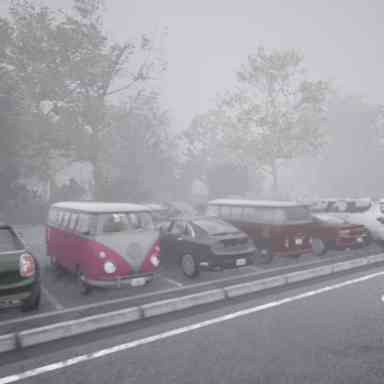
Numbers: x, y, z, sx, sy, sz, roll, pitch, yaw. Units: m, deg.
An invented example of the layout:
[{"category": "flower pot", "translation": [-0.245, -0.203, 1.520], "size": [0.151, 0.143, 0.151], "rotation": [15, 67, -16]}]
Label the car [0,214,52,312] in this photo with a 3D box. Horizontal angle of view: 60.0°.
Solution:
[{"category": "car", "translation": [-4.715, 1.340, 7.032], "size": [2.185, 1.767, 4.553], "rotation": [0, 0, -36]}]

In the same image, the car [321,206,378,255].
[{"category": "car", "translation": [4.394, 1.512, 13.573], "size": [2.097, 1.535, 5.008], "rotation": [0, 0, -36]}]

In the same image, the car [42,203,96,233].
[{"category": "car", "translation": [-7.843, 1.529, 20.906], "size": [2.002, 1.452, 4.674], "rotation": [0, 0, -36]}]

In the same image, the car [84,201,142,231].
[{"category": "car", "translation": [-5.471, 1.497, 22.377], "size": [1.946, 1.575, 5.366], "rotation": [0, 0, -36]}]

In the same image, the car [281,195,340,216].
[{"category": "car", "translation": [12.460, 1.368, 35.395], "size": [2.435, 2.045, 5.566], "rotation": [1, 0, -36]}]

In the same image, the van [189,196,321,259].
[{"category": "van", "translation": [2.043, 1.274, 12.042], "size": [1.878, 1.987, 4.442], "rotation": [0, 0, -36]}]

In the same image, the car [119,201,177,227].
[{"category": "car", "translation": [-3.309, 1.512, 24.144], "size": [2.097, 1.535, 5.008], "rotation": [0, 0, -36]}]

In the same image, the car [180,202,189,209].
[{"category": "car", "translation": [-1.030, 1.553, 25.745], "size": [2.163, 1.488, 4.792], "rotation": [0, 0, -36]}]

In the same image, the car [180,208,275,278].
[{"category": "car", "translation": [-0.166, 1.490, 10.312], "size": [2.231, 1.521, 4.892], "rotation": [0, 0, -36]}]

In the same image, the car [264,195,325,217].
[{"category": "car", "translation": [10.296, 1.349, 33.846], "size": [2.435, 2.045, 5.566], "rotation": [1, 0, -36]}]

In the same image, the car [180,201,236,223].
[{"category": "car", "translation": [1.201, 1.565, 27.412], "size": [2.163, 1.488, 4.792], "rotation": [0, 0, -36]}]

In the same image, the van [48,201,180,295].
[{"category": "van", "translation": [-2.383, 1.251, 8.593], "size": [1.878, 1.987, 4.442], "rotation": [0, 0, -36]}]

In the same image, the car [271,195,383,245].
[{"category": "car", "translation": [6.656, 1.272, 15.232], "size": [2.435, 2.045, 5.566], "rotation": [0, 0, -36]}]

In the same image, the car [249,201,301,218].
[{"category": "car", "translation": [7.914, 1.620, 32.175], "size": [2.002, 1.452, 4.674], "rotation": [0, 0, -36]}]
